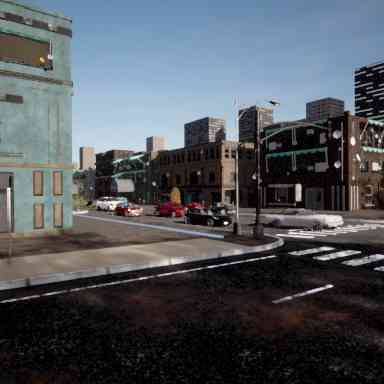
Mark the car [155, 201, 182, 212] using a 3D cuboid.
[{"bbox_3d":[-3.293,1.965,45.638,1.802,1.307,4.206,-2,0,-36],"label":"car"}]

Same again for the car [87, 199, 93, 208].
[{"bbox_3d":[-19.206,2.159,63.449,2.128,1.511,4.902,-1,0,-36],"label":"car"}]

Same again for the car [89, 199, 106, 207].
[{"bbox_3d":[-19.395,2.227,68.148,1.887,1.381,4.507,-1,0,-36],"label":"car"}]

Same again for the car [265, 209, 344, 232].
[{"bbox_3d":[7.148,1.735,21.426,1.895,1.301,4.718,-1,-1,-38],"label":"car"}]

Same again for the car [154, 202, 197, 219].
[{"bbox_3d":[-2.031,1.803,33.932,1.882,1.535,5.008,-1,-1,-36],"label":"car"}]

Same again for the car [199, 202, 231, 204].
[{"bbox_3d":[3.145,1.809,36.634,2.008,1.369,4.403,-2,0,-36],"label":"car"}]

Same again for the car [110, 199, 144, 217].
[{"bbox_3d":[-6.892,1.846,36.259,1.967,1.590,4.097,-1,0,-36],"label":"car"}]

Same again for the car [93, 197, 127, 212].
[{"bbox_3d":[-11.676,1.735,47.420,2.150,2.045,5.566,-1,0,-38],"label":"car"}]

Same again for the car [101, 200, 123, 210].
[{"bbox_3d":[-13.429,2.066,55.370,1.837,1.490,4.892,-1,0,-36],"label":"car"}]

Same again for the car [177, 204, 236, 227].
[{"bbox_3d":[1.084,1.814,24.902,1.947,1.339,4.313,-2,0,-36],"label":"car"}]

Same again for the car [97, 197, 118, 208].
[{"bbox_3d":[-16.180,1.939,63.646,2.192,1.841,5.009,-1,0,-36],"label":"car"}]

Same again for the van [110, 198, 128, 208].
[{"bbox_3d":[-12.960,1.906,59.144,1.690,1.788,3.998,-1,0,-36],"label":"van"}]
